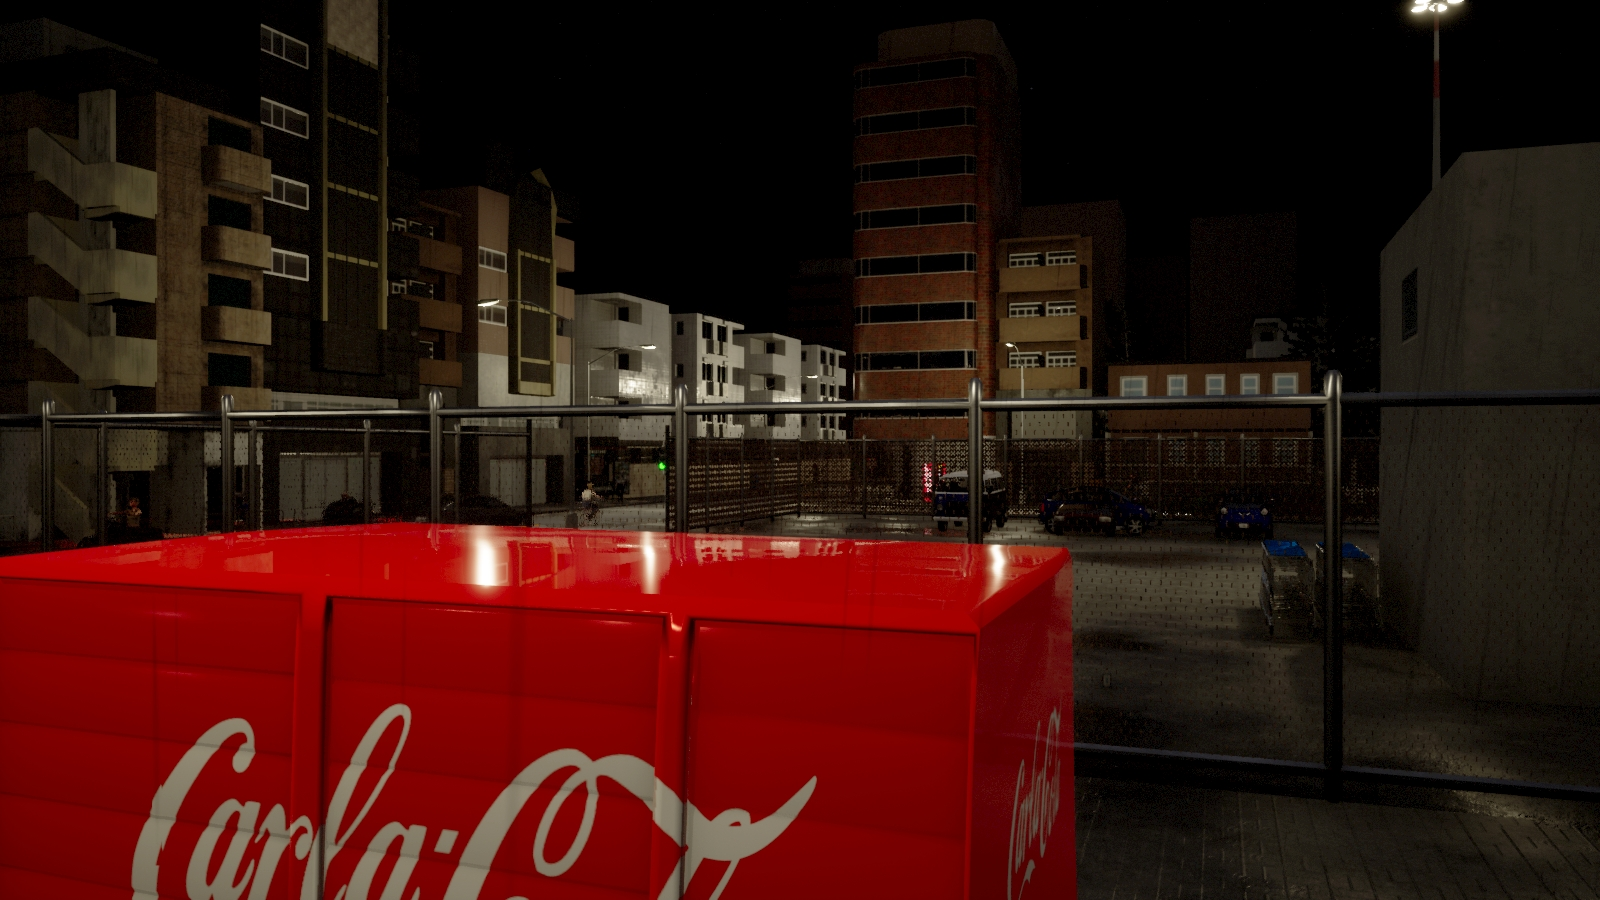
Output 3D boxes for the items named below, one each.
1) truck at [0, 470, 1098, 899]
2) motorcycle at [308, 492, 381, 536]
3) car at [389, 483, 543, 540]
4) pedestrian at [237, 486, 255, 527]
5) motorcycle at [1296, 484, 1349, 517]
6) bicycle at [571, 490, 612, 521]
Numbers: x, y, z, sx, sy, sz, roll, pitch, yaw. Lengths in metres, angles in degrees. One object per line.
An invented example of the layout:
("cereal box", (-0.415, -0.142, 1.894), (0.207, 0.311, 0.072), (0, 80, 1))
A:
("truck", (-1.648, 1.349, 4.450), (5.204, 2.467, 2.627), (0, 0, 20))
("motorcycle", (-14.304, 1.995, 35.965), (0.867, 1.251, 2.209), (0, 0, 20))
("car", (-10.266, 1.851, 35.506), (2.163, 1.488, 4.792), (0, 0, 20))
("pedestrian", (-17.742, 1.815, 36.578), (0.375, 1.300, 0.375), (0, 0, 5))
("motorcycle", (20.406, 1.961, 44.660), (1.805, 1.236, 0.856), (0, 0, 20))
("bicycle", (-7.705, 2.045, 42.340), (0.859, 1.080, 1.487), (0, 0, 20))
